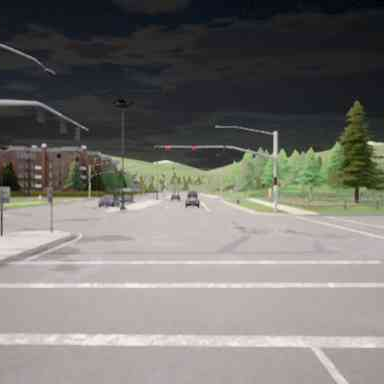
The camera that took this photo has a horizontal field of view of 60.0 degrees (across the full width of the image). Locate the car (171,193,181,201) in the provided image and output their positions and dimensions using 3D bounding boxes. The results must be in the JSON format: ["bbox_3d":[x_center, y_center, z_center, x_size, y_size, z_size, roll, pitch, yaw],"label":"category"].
[{"bbox_3d":[-3.390,1.046,69.517,2.128,1.511,4.902,0,0,0],"label":"car"}]

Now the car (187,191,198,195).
[{"bbox_3d":[0.110,0.772,69.541,2.150,2.045,5.566,0,0,0],"label":"car"}]

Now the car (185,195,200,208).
[{"bbox_3d":[0.070,1.390,44.108,1.895,1.301,4.718,0,0,0],"label":"car"}]

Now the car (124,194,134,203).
[{"bbox_3d":[-11.434,1.223,58.767,1.837,1.490,4.892,0,1,1],"label":"car"}]

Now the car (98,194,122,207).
[{"bbox_3d":[-11.481,1.132,46.237,2.097,1.767,4.553,0,0,1],"label":"car"}]
